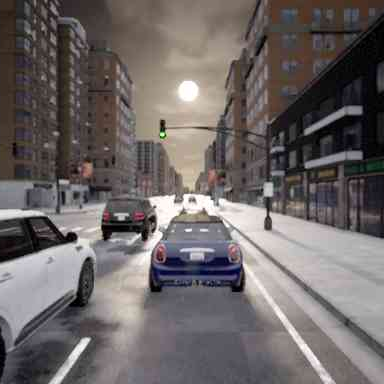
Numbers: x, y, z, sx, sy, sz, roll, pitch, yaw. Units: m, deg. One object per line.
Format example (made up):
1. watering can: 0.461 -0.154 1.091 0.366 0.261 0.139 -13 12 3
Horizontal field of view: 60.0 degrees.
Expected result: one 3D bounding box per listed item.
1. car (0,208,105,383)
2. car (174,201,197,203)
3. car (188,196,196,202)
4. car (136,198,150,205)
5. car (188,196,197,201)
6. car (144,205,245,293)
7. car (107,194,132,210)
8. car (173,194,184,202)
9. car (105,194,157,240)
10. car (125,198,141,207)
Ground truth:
1. car: -3.143 1.233 4.852 2.150 2.045 5.566 0 0 0
2. car: 0.108 1.545 20.789 2.128 1.511 4.902 0 0 0
3. car: 0.099 1.690 84.888 1.994 1.385 4.181 0 0 0
4. car: -9.674 1.788 65.917 1.895 1.301 4.718 0 0 0
5. car: 0.088 1.740 74.880 1.812 1.442 4.674 0 0 0
6. car: 0.109 1.374 9.119 2.097 1.767 4.553 0 0 0
7. car: -9.761 1.345 45.321 2.150 2.045 5.566 0 0 2
8. car: -3.163 1.753 74.470 2.033 1.411 5.357 0 0 0
9. car: -3.131 1.265 17.453 2.150 2.045 5.566 0 0 0
10. car: -9.760 1.679 55.060 1.812 1.442 4.674 0 0 0
